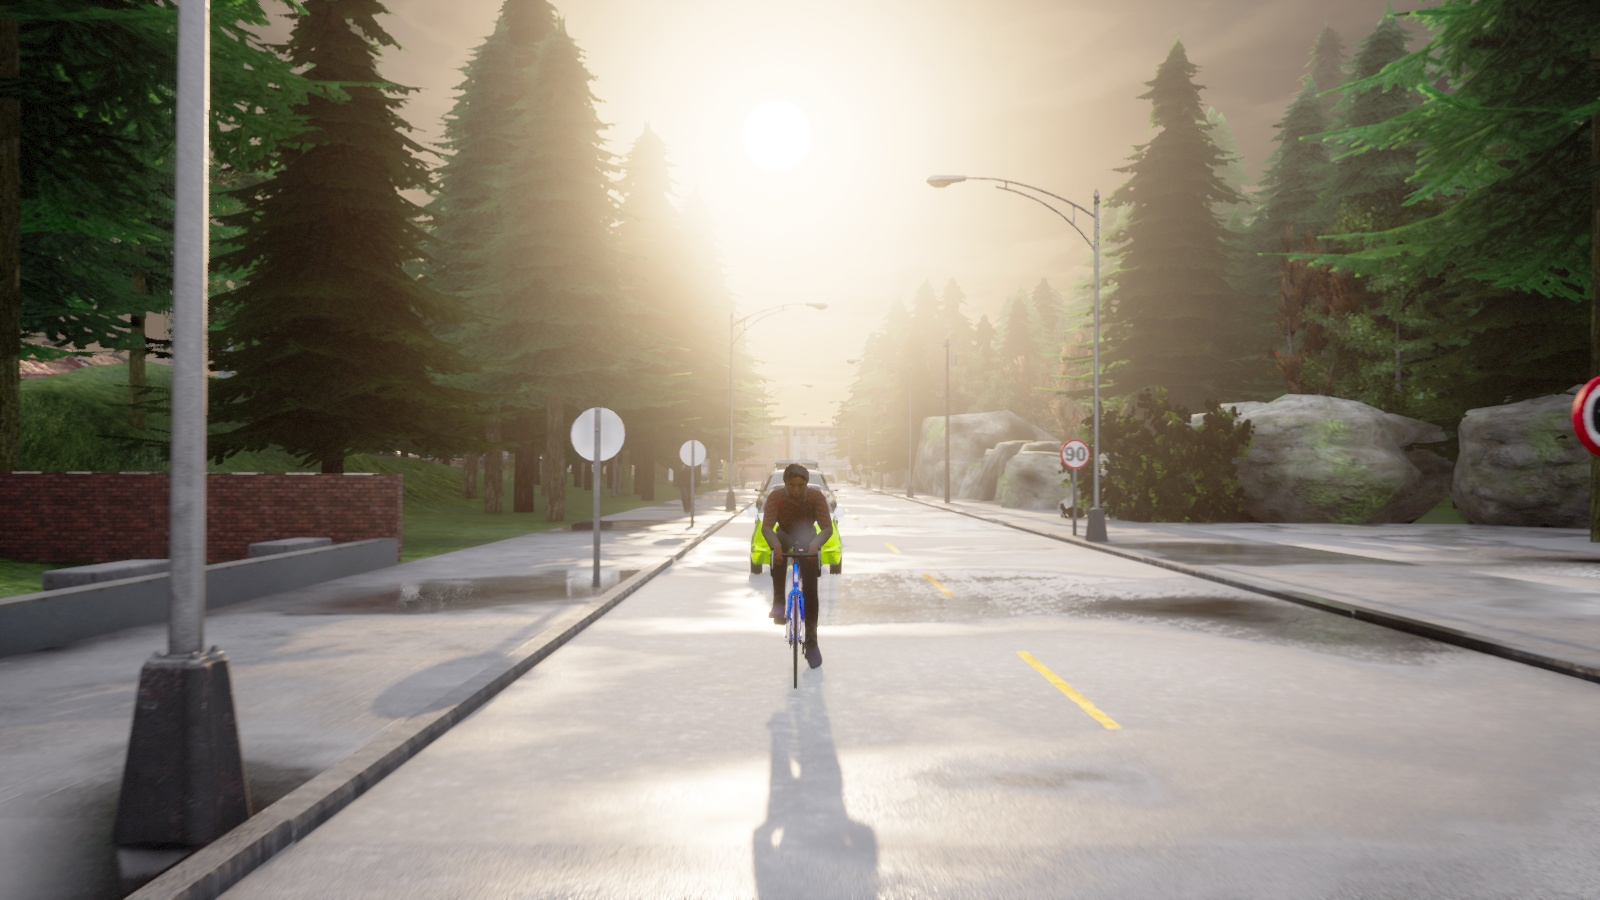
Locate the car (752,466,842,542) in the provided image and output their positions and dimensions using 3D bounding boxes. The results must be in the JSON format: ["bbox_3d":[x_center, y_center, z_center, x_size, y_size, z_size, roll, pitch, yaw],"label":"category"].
[{"bbox_3d":[-0.077,1.257,30.836,2.033,1.649,4.856,0,0,0],"label":"car"}]

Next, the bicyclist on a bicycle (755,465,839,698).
[{"bbox_3d":[-0.024,0.928,9.580,0.582,1.620,1.656,0,-1,0],"label":"bicyclist on a bicycle"}]

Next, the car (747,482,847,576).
[{"bbox_3d":[-0.049,1.199,19.676,1.481,1.376,2.207,0,-1,0],"label":"car"}]

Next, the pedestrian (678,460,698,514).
[{"bbox_3d":[-3.836,1.259,42.963,0.634,1.844,0.899,0,-1,-6],"label":"pedestrian"}]

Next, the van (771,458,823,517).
[{"bbox_3d":[-0.105,1.315,44.630,1.775,1.987,4.442,0,-1,0],"label":"van"}]
